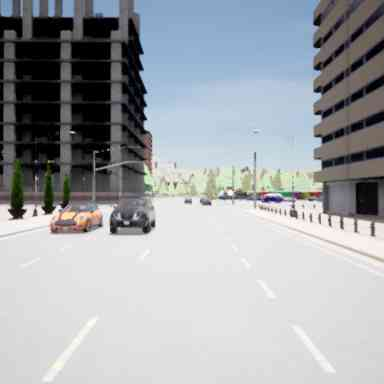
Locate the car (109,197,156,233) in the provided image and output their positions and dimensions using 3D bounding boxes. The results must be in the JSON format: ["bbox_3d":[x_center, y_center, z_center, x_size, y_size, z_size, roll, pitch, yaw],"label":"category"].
[{"bbox_3d":[-3.496,1.313,20.561,2.150,2.045,5.566,0,0,0],"label":"car"}]

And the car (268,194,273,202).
[{"bbox_3d":[24.220,1.678,91.302,4.605,1.855,1.932,0,0,0],"label":"car"}]

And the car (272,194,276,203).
[{"bbox_3d":[24.284,1.875,88.618,3.905,1.438,1.784,0,0,0],"label":"car"}]

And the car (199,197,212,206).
[{"bbox_3d":[2.795,1.888,63.572,2.033,1.411,5.357,0,0,-1],"label":"car"}]

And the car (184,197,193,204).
[{"bbox_3d":[-0.850,1.917,73.908,2.033,1.411,5.357,0,0,-1],"label":"car"}]

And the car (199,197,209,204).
[{"bbox_3d":[2.649,1.848,73.966,1.882,1.535,5.008,0,0,-1],"label":"car"}]

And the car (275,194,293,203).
[{"bbox_3d":[24.299,1.892,85.723,3.806,1.475,1.970,0,0,0],"label":"car"}]

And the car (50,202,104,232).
[{"bbox_3d":[-6.996,1.457,20.597,2.097,1.767,4.553,0,0,0],"label":"car"}]
